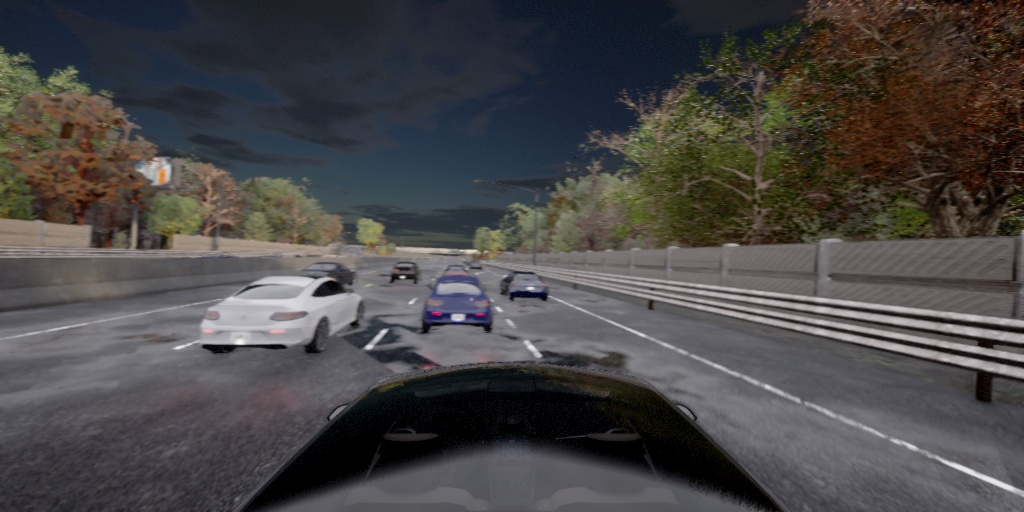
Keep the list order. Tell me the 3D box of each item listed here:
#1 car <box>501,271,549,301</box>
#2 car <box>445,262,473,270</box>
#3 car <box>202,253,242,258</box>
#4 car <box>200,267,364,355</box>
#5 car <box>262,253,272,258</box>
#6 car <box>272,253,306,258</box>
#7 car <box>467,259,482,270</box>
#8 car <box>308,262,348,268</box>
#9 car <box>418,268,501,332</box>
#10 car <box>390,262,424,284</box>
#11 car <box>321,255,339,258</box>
[{"bbox_3d":[0.544,1.489,18.727,1.994,1.385,4.181,2,-1,-9],"label":"car"},{"bbox_3d":[-4.271,1.370,27.382,1.994,1.385,4.181,2,-1,-9],"label":"car"},{"bbox_3d":[-35.368,0.279,43.758,1.895,1.301,4.718,2,-1,-9],"label":"car"},{"bbox_3d":[-4.734,1.137,8.068,1.812,1.442,4.674,2,-1,-9],"label":"car"},{"bbox_3d":[-32.777,0.334,49.820,2.128,1.511,4.902,2,-1,-9],"label":"car"},{"bbox_3d":[-28.780,0.456,46.862,1.882,1.535,5.008,2,-1,-9],"label":"car"},{"bbox_3d":[-6.167,1.612,60.843,1.994,1.385,4.181,2,-1,-9],"label":"car"},{"bbox_3d":[-10.178,1.042,19.995,2.033,1.411,5.357,2,-1,-9],"label":"car"},{"bbox_3d":[-1.623,1.289,10.756,1.812,1.442,4.674,2,-1,-9],"label":"car"},{"bbox_3d":[-7.611,1.162,26.126,1.837,1.490,4.892,2,-1,-9],"label":"car"},{"bbox_3d":[-25.903,0.616,51.097,1.882,1.535,5.008,2,0,-9],"label":"car"}]
